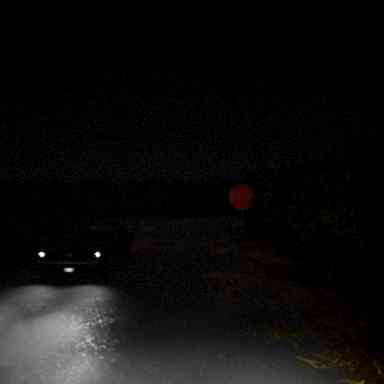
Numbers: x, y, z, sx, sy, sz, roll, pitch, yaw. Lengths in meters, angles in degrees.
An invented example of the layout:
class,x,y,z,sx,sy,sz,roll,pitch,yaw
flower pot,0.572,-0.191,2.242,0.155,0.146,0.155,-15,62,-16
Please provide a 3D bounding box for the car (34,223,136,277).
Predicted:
class,x,y,z,sx,sy,sz,roll,pitch,yaw
car,-3.130,1.710,10.712,1.895,1.301,4.718,0,-1,1
